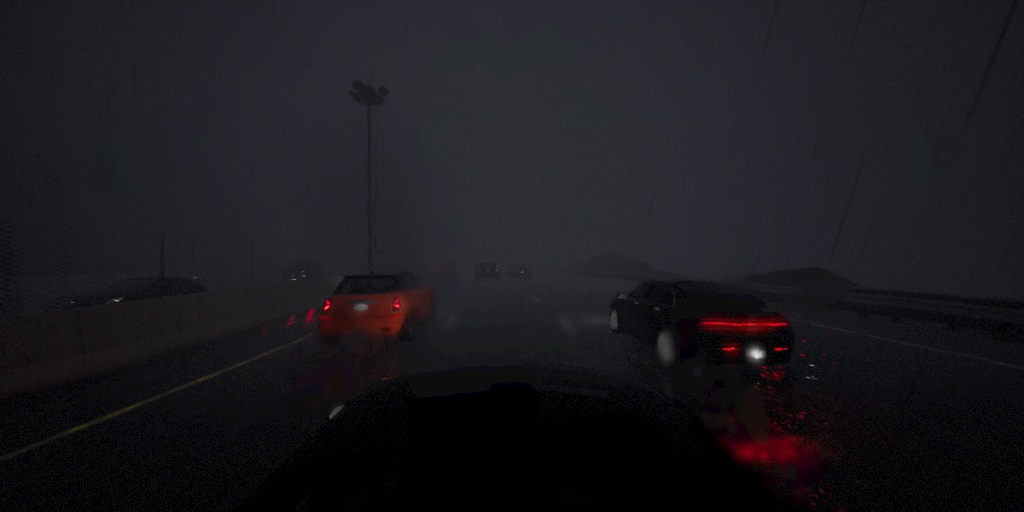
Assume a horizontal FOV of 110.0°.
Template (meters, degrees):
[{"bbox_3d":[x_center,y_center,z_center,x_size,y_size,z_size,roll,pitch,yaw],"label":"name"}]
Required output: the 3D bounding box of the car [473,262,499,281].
[{"bbox_3d":[-2.529,1.354,34.374,2.097,1.767,4.553,-1,0,-10],"label":"car"}]

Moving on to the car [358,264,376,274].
[{"bbox_3d":[-21.774,1.910,54.115,2.033,1.411,5.357,-1,0,-16],"label":"car"}]

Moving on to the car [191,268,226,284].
[{"bbox_3d":[-27.169,1.797,31.416,1.812,1.442,4.674,-1,-1,-10],"label":"car"}]

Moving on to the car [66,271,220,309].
[{"bbox_3d":[-14.540,1.533,14.378,1.812,1.442,4.674,-1,0,-4],"label":"car"}]

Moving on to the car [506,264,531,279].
[{"bbox_3d":[0.610,1.546,36.838,1.994,1.385,4.181,0,0,-11],"label":"car"}]

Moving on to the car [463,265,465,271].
[{"bbox_3d":[-9.457,1.836,62.145,1.994,1.385,4.181,0,0,-19],"label":"car"}]

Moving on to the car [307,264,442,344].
[{"bbox_3d":[-3.505,1.201,10.221,2.097,1.767,4.553,-1,0,-3],"label":"car"}]

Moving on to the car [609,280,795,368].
[{"bbox_3d":[3.616,1.254,7.861,1.837,1.490,4.892,0,0,-2],"label":"car"}]

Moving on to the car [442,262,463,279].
[{"bbox_3d":[-6.596,1.422,37.284,2.097,1.767,4.553,-1,0,-11],"label":"car"}]

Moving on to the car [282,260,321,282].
[{"bbox_3d":[-20.891,1.450,35.957,2.150,2.045,5.566,-1,0,-11],"label":"car"}]
